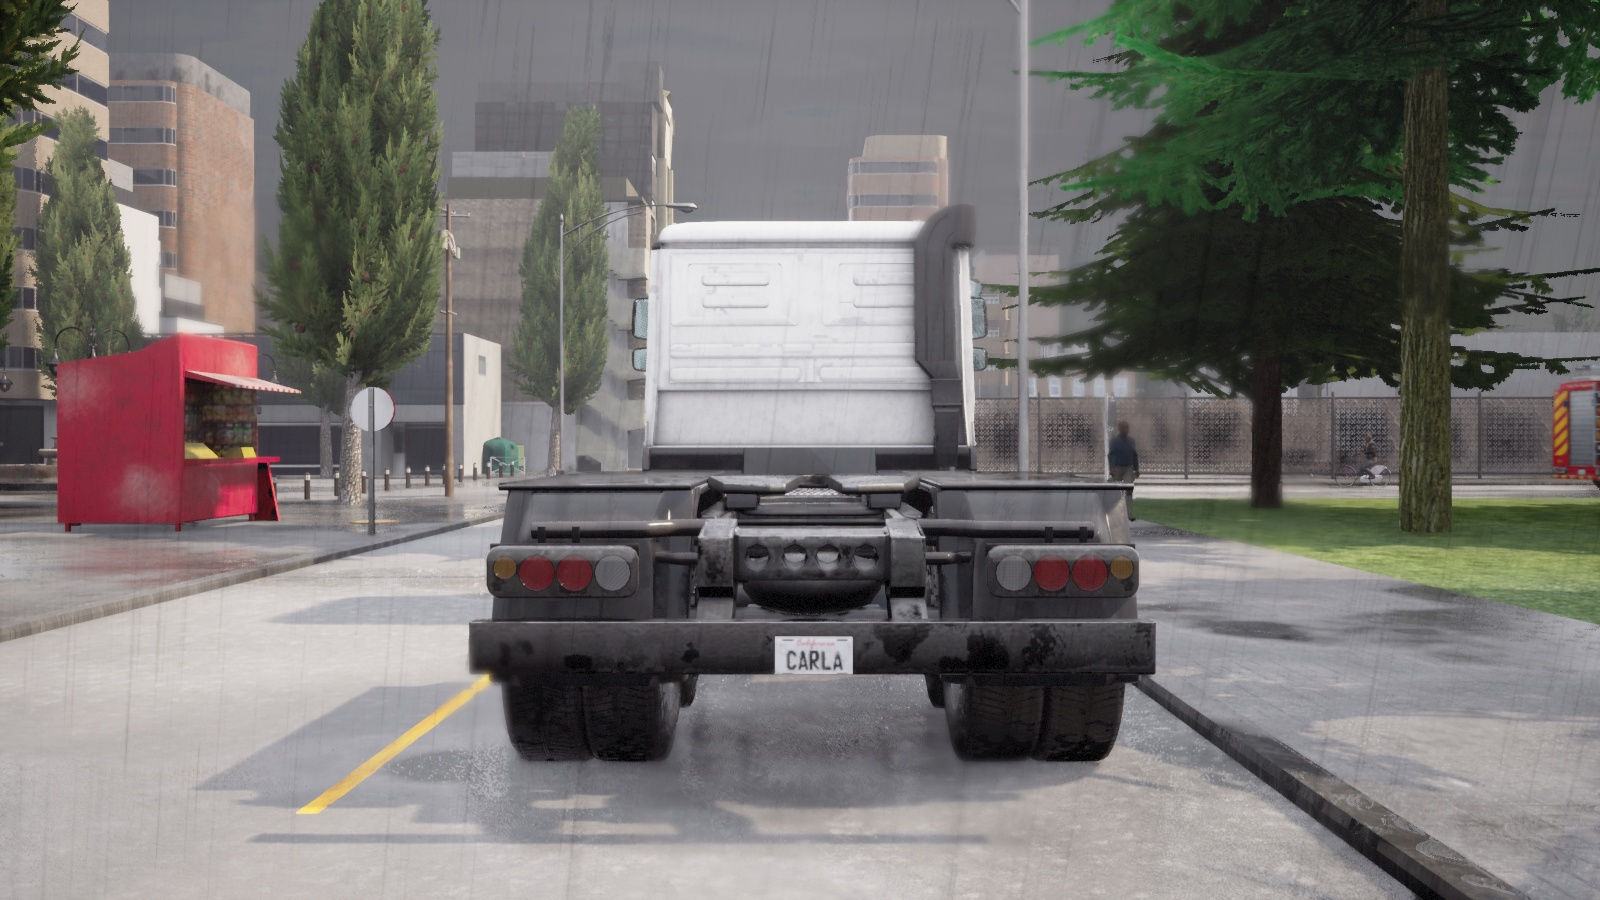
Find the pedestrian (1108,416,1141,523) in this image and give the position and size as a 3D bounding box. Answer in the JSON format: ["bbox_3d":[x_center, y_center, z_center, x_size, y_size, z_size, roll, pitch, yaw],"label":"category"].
[{"bbox_3d":[5.690,0.336,22.052,0.370,1.835,0.726,0,0,-1],"label":"pedestrian"}]

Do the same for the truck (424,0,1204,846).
[{"bbox_3d":[0.072,-0.284,8.629,2.891,3.462,7.936,0,0,0],"label":"truck"}]

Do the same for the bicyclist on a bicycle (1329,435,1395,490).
[{"bbox_3d":[18.513,0.398,41.365,1.843,1.776,0.659,1,0,0],"label":"bicyclist on a bicycle"}]

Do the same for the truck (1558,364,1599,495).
[{"bbox_3d":[27.634,-0.606,37.309,8.468,3.827,2.891,0,0,0],"label":"truck"}]
